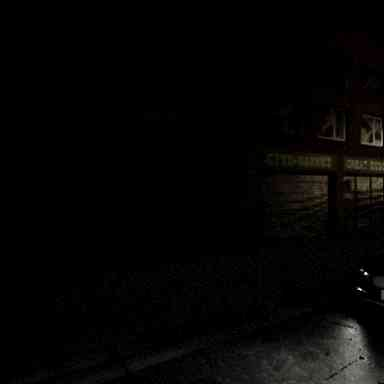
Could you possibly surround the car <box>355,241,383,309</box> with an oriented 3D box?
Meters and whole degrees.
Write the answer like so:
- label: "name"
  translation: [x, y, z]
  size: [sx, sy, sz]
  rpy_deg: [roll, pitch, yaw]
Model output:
- label: "car"
  translation: [5.274, 1.448, 6.860]
  size: [4.902, 1.511, 2.128]
  rpy_deg: [0, 0, -36]
